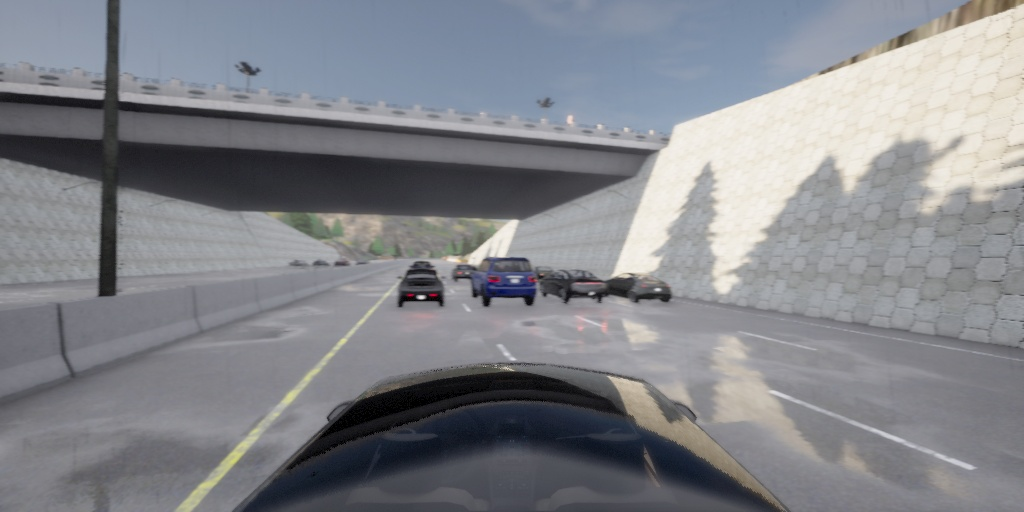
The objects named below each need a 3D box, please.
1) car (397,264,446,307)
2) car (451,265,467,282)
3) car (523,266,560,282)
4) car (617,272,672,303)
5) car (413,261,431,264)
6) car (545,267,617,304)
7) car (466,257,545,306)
[{"bbox_3d":[-4.001,1.298,15.885,1.837,1.490,4.892,1,0,-14],"label":"car"},{"bbox_3d":[-4.175,1.440,30.972,2.033,1.411,5.357,1,0,-14],"label":"car"},{"bbox_3d":[2.586,1.605,32.784,1.895,1.301,4.718,1,0,-14],"label":"car"},{"bbox_3d":[6.194,1.521,18.391,1.994,1.385,4.181,1,0,-14],"label":"car"},{"bbox_3d":[-7.588,1.188,30.213,2.097,1.767,4.553,1,-1,-14],"label":"car"},{"bbox_3d":[2.793,1.394,17.567,2.128,1.511,4.902,1,0,-14],"label":"car"},{"bbox_3d":[-0.534,1.061,16.457,2.150,2.045,5.566,1,0,-14],"label":"car"}]
